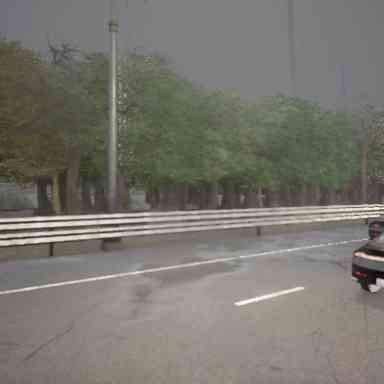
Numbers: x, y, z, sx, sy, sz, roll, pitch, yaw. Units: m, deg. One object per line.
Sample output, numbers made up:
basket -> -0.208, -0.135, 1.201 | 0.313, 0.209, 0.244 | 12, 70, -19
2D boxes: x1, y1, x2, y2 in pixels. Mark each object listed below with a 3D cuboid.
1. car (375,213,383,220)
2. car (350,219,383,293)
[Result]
car -> 9.646, 1.518, 14.504 | 4.892, 1.490, 1.837 | 0, 0, -33
car -> 5.614, 1.501, 7.598 | 4.902, 1.511, 2.128 | 0, 0, -34
